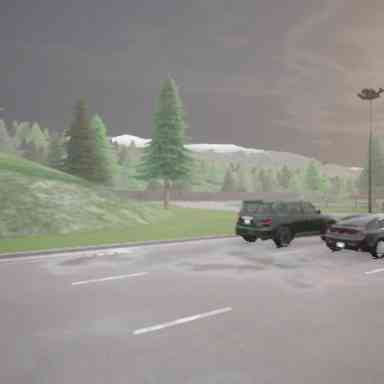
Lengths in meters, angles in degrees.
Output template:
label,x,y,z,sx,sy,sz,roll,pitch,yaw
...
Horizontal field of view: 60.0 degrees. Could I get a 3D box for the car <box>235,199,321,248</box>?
label,x,y,z,sx,sy,sz,roll,pitch,yaw
car,4.547,1.365,15.698,5.566,2.045,2.150,0,0,-35

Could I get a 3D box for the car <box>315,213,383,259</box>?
label,x,y,z,sx,sy,sz,roll,pitch,yaw
car,7.335,1.658,13.377,4.892,1.490,1.837,0,0,-35
